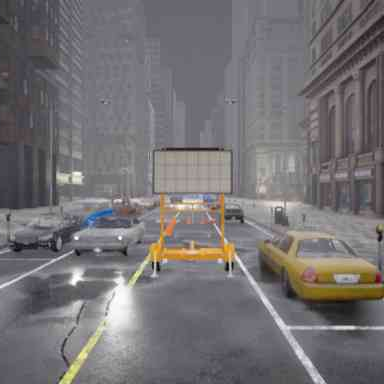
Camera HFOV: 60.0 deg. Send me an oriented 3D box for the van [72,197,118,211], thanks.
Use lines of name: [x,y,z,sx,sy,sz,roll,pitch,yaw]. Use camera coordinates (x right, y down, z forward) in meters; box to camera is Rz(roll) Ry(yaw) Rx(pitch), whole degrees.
van: [-5.728,1.329,19.208,1.690,1.788,3.998,0,0,0]

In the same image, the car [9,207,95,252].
car: [-5.739,1.542,13.682,2.008,1.369,4.403,0,0,0]

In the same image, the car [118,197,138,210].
car: [-5.717,1.299,24.733,2.192,1.841,5.009,0,0,0]

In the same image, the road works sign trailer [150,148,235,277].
road works sign trailer: [0.020,0.458,10.167,2.380,3.560,2.880,0,0,0]

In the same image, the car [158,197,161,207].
car: [-5.675,1.516,46.835,1.887,1.381,4.507,0,0,0]

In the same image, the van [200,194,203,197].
van: [2.915,1.304,63.374,1.690,1.788,3.998,0,0,0]

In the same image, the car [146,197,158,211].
car: [-5.686,1.500,41.140,1.752,1.417,4.829,0,0,0]

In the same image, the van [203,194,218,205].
van: [2.876,1.312,46.799,1.690,1.788,3.998,0,0,0]

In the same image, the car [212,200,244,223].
car: [2.825,1.535,24.699,2.008,1.369,4.403,0,0,0]

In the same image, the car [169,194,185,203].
car: [-2.871,1.172,61.856,2.150,2.045,5.566,0,0,0]

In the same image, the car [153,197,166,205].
car: [-5.654,1.510,57.886,1.887,1.381,4.507,0,0,0]

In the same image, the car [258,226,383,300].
car: [2.787,1.520,8.295,1.752,1.417,4.829,0,0,0]

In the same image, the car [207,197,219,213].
car: [2.850,1.559,35.749,1.802,1.307,4.206,0,0,0]

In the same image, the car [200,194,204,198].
car: [2.901,1.510,57.849,1.887,1.381,4.507,0,0,0]

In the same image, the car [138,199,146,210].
car: [-5.707,1.526,30.259,1.887,1.381,4.507,0,0,0]

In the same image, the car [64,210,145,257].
car: [-3.073,1.592,13.067,1.895,1.301,4.718,0,0,0]
